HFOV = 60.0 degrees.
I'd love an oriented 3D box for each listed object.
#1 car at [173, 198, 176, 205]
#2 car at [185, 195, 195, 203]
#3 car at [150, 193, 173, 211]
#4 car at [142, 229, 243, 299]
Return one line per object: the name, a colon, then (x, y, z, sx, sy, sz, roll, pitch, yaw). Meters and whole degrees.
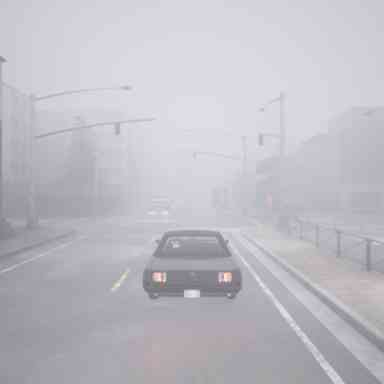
car: (-3.952, 1.473, 58.526, 1.812, 1.442, 4.674, 0, 0, 0)
car: (-0.433, 1.431, 66.649, 2.128, 1.511, 4.902, 0, 0, 0)
car: (-3.877, 1.185, 41.206, 2.150, 2.045, 5.566, 0, 0, 0)
car: (0.012, 1.593, 8.367, 1.895, 1.301, 4.718, 0, 0, 0)
